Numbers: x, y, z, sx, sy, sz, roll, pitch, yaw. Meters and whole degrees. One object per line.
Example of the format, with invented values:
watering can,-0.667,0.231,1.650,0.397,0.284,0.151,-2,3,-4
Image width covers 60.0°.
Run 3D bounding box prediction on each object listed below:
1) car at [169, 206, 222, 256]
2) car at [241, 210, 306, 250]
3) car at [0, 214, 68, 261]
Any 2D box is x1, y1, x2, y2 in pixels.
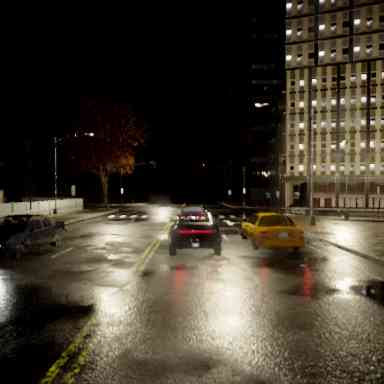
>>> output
car,0.106,1.514,13.224,2.128,1.511,4.902,0,0,0
car,3.281,1.534,14.433,1.801,1.575,5.366,0,0,0
car,-6.533,1.569,12.672,2.033,1.411,5.357,0,0,1
